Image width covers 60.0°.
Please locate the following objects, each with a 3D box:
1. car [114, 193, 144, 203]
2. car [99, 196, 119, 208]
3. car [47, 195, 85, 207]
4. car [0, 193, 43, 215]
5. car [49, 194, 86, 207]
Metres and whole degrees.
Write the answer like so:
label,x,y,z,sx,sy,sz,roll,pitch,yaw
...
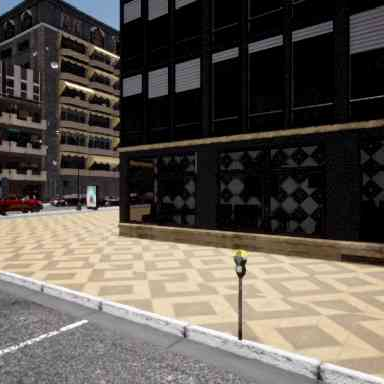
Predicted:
label,x,y,z,sx,sy,sz,roll,pitch,yaw
car,-9.718,0.834,51.698,2.008,1.369,4.403,2,2,35
car,-9.197,1.073,37.857,1.947,1.339,4.313,1,2,35
car,-16.091,1.075,42.621,1.802,1.307,4.206,1,2,35
car,-15.571,1.029,28.771,2.192,1.841,5.009,1,2,35
car,-14.406,1.003,40.535,2.128,1.511,4.902,0,1,35
